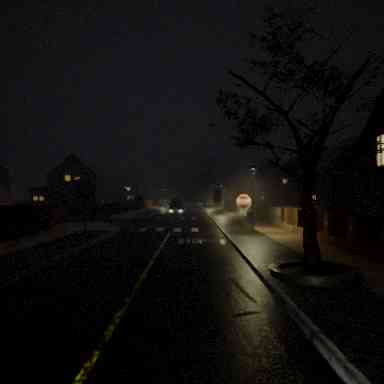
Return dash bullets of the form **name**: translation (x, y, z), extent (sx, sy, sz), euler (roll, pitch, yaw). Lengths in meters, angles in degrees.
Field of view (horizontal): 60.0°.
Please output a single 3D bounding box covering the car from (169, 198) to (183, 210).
- **car**: translation (-2.765, 2.035, 58.294), extent (2.150, 2.045, 5.566), euler (0, 0, 0)
